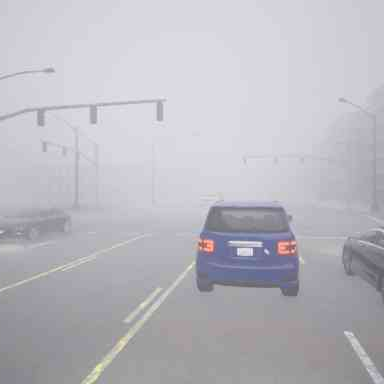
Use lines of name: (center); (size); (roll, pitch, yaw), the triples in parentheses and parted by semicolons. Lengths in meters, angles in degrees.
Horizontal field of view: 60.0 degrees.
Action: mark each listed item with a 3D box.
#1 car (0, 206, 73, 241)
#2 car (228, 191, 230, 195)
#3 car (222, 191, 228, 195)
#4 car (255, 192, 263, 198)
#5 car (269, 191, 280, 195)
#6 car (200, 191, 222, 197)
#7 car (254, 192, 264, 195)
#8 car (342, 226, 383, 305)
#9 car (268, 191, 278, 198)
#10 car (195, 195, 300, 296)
car: (-7.895, 1.505, 16.855); (1.837, 1.490, 4.892); (1, 0, 9)
car: (6.588, 0.741, 67.884); (2.150, 2.045, 5.566); (0, 1, 12)
car: (4.492, 0.925, 57.643); (2.150, 2.045, 5.566); (0, 1, 11)
car: (17.170, 0.754, 85.272); (1.994, 1.385, 4.181); (0, 1, 11)
car: (18.702, 0.880, 74.961); (2.128, 1.511, 4.902); (0, 1, 11)
car: (2.470, 1.079, 47.455); (2.150, 2.045, 5.566); (0, 1, 11)
car: (15.062, 0.874, 74.597); (1.837, 1.490, 4.892); (0, 1, 11)
car: (4.775, 1.491, 7.383); (2.128, 1.511, 4.902); (0, 0, 11)
car: (20.677, 0.552, 84.966); (2.097, 1.767, 4.553); (0, 1, 11)
car: (1.507, 1.221, 8.903); (2.150, 2.045, 5.566); (0, 0, 11)
